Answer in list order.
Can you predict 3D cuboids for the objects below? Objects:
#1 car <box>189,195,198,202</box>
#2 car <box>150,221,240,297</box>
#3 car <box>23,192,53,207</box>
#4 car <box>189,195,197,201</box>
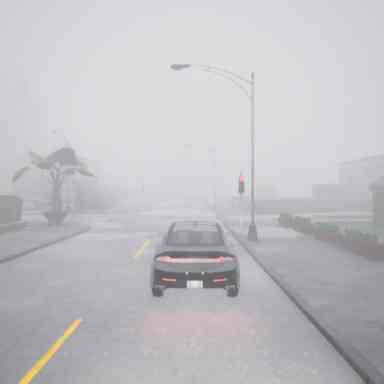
[{"bbox_3d":[0.290,1.400,74.479,1.882,1.535,5.008,0,0,0],"label":"car"},{"bbox_3d":[0.084,1.484,8.544,2.128,1.511,4.902,0,0,1],"label":"car"},{"bbox_3d":[-19.593,0.948,43.002,1.905,1.878,3.866,0,0,35],"label":"car"},{"bbox_3d":[0.331,1.467,84.715,1.994,1.385,4.181,0,0,0],"label":"car"}]
